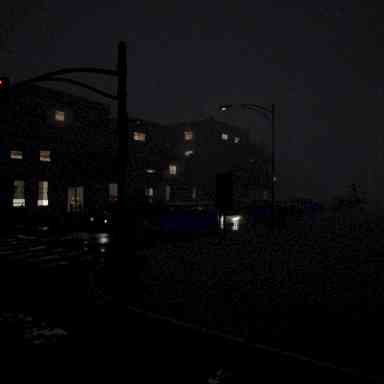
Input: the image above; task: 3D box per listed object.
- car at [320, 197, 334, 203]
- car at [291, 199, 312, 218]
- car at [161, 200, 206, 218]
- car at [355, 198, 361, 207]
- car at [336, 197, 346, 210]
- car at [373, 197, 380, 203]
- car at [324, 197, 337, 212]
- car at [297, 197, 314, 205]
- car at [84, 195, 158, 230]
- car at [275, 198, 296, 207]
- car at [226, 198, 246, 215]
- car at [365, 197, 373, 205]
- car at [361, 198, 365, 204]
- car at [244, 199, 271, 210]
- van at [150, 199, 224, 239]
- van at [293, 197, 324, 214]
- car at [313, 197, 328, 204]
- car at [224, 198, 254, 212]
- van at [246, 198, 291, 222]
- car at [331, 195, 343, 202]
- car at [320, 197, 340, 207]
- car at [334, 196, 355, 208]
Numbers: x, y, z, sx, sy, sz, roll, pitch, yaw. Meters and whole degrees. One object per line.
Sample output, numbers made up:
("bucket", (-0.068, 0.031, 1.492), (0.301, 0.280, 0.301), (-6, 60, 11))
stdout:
("car", (31.131, 1.792, 76.716), (1.947, 1.339, 4.313), (0, 0, 35))
("car", (9.393, 1.656, 31.228), (1.887, 1.381, 4.507), (0, 0, 35))
("car", (-0.725, 1.559, 31.407), (1.752, 1.417, 4.829), (0, 0, 35))
("car", (25.275, 1.517, 53.814), (2.192, 1.841, 5.009), (0, 0, 35))
("car", (18.921, 1.729, 44.779), (1.947, 1.339, 4.313), (0, 0, 35))
("car", (44.328, 1.900, 80.916), (1.947, 1.339, 4.313), (0, 0, 35))
("car", (15.844, 1.671, 40.402), (1.752, 1.417, 4.829), (0, 0, 35))
("car", (21.604, 1.706, 63.165), (1.887, 1.381, 4.507), (0, 0, 35))
("car", (-4.294, 1.247, 21.820), (2.150, 2.045, 5.566), (1, 0, 35))
("car", (15.252, 1.666, 54.131), (1.887, 1.381, 4.507), (0, 0, 35))
("car", (4.986, 1.548, 35.011), (1.882, 1.535, 5.008), (1, 0, 35))
("car", (34.801, 1.810, 67.365), (1.887, 1.381, 4.507), (0, 0, 35))
("car", (28.547, 1.748, 58.470), (1.752, 1.417, 4.829), (0, 0, 35))
("car", (8.901, 1.629, 45.098), (1.887, 1.381, 4.507), (0, 0, 35))
("van", (-0.133, 1.407, 17.677), (1.690, 1.788, 3.998), (0, 0, 35))
("van", (12.571, 1.469, 35.745), (1.690, 1.788, 3.998), (0, 0, 35))
("car", (27.857, 1.729, 72.060), (1.752, 1.417, 4.829), (0, 0, 35))
("car", (5.726, 1.507, 40.581), (1.967, 1.590, 4.097), (0, 0, 35))
("van", (6.219, 1.436, 26.712), (1.690, 1.788, 3.998), (0, 0, 35))
("car", (37.483, 1.713, 85.750), (1.967, 1.590, 4.097), (0, 0, 35))
("car", (22.733, 1.658, 54.702), (1.882, 1.535, 5.008), (1, 0, 35))
("car", (22.099, 1.497, 49.297), (2.192, 1.841, 5.009), (0, 0, 35))
